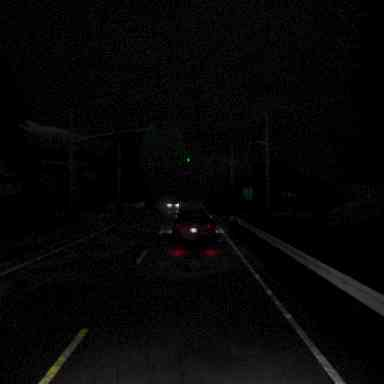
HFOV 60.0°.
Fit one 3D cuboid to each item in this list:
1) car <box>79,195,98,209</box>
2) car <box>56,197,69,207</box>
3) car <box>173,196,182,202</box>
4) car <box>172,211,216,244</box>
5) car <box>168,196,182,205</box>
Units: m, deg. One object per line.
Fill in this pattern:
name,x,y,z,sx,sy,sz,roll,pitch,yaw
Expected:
car,-14.522,1.413,46.992,1.905,1.878,3.866,0,0,-1
car,-20.228,1.590,51.270,2.242,1.667,4.611,0,0,-1
car,-3.489,1.633,79.655,1.882,1.535,5.008,0,0,0
car,0.079,1.599,16.130,1.994,1.385,4.181,0,0,0
car,-3.512,1.663,64.114,1.812,1.442,4.674,0,0,1
